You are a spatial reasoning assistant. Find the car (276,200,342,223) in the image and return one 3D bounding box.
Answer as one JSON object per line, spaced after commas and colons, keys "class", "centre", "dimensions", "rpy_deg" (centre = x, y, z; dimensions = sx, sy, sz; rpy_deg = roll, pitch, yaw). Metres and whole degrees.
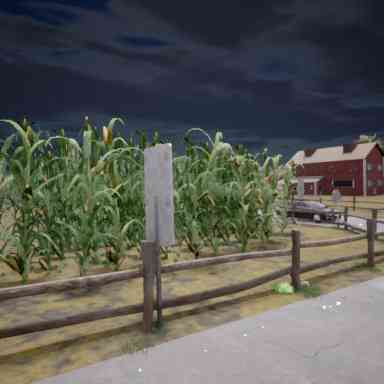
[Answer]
{"class": "car", "centre": [8.382, 1.342, 24.215], "dimensions": [1.837, 1.490, 4.892], "rpy_deg": [-2, 2, -34]}
